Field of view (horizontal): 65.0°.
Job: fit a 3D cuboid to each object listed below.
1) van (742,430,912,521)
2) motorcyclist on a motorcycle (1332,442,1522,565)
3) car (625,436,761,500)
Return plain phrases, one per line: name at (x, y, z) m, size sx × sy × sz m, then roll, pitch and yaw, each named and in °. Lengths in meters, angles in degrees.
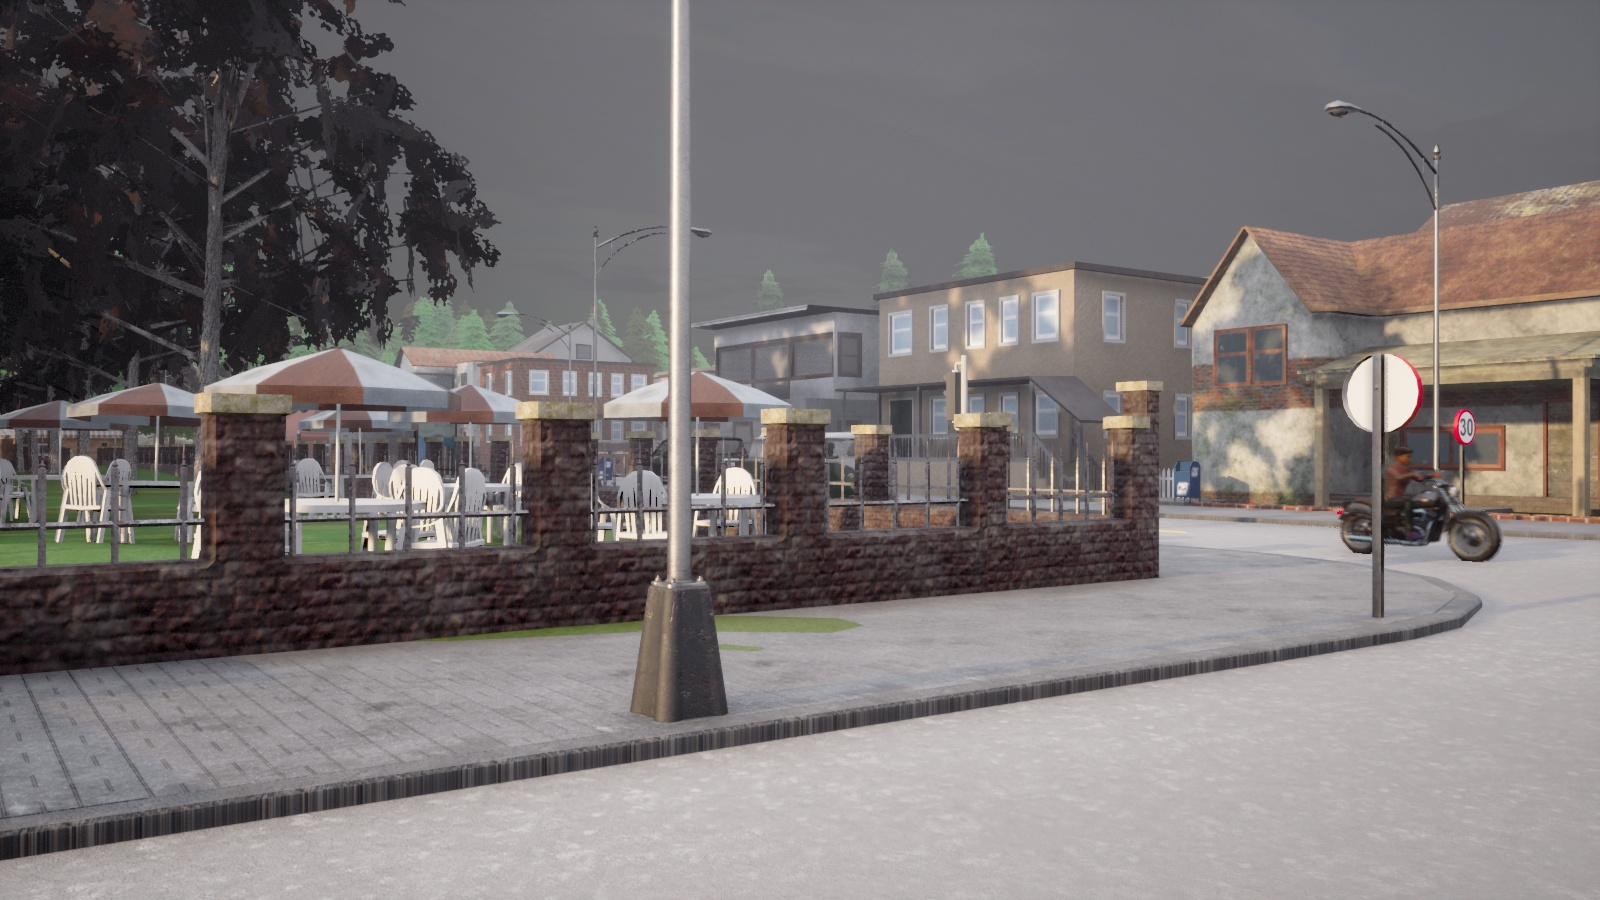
van at (0.553, 0.570, 29.958) m, size 1.775 × 1.987 × 4.442 m, roll 0°, pitch 0°, yaw -35°
motorcyclist on a motorcycle at (8.925, 0.720, 17.994) m, size 0.766 × 1.649 × 2.350 m, roll 0°, pitch 0°, yaw -35°
car at (-3.768, 0.577, 43.111) m, size 2.150 × 2.045 × 5.566 m, roll 0°, pitch 0°, yaw -35°
